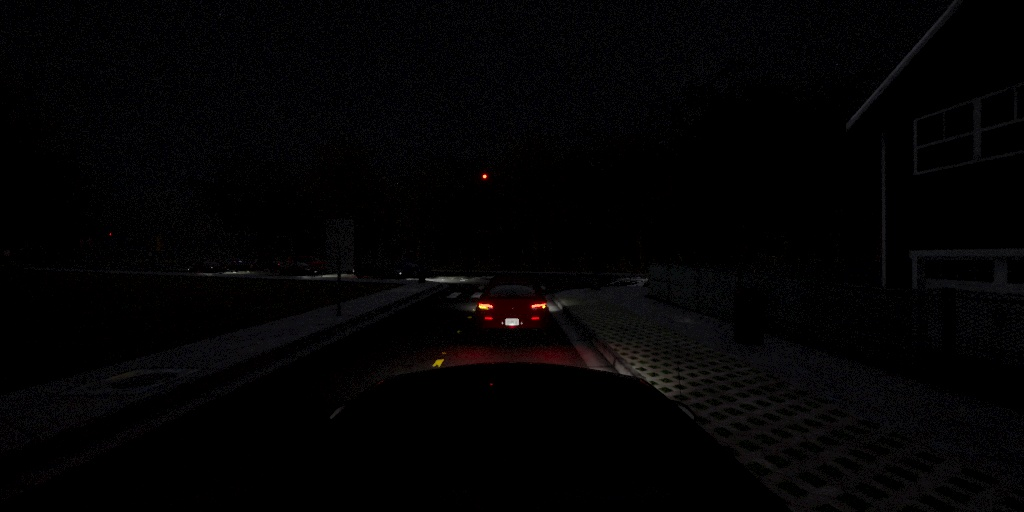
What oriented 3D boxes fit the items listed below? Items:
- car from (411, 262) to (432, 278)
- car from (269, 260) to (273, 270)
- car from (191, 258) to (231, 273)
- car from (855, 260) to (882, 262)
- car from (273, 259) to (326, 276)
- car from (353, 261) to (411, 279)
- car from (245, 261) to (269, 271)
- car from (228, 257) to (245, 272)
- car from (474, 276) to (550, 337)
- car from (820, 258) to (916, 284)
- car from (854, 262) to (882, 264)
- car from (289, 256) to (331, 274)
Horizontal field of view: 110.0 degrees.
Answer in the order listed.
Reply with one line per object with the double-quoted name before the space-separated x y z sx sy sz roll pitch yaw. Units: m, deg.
"car" -10.065 1.239 34.721 5.008 1.535 1.882 0 0 25
"car" -34.851 1.340 52.648 4.674 1.442 1.812 0 0 24
"car" -35.872 1.303 42.345 4.674 1.442 1.812 0 0 24
"car" 24.433 1.181 23.604 5.008 1.535 1.882 0 0 23
"car" -21.393 1.288 36.069 4.674 1.442 1.812 0 0 23
"car" -11.905 1.242 31.978 4.902 1.511 2.128 0 0 23
"car" -36.428 1.366 49.795 4.181 1.385 1.994 0 0 24
"car" -37.659 1.268 46.683 5.008 1.535 1.882 0 0 24
"car" 0.006 1.278 10.163 1.812 1.442 4.674 0 0 0
"car" 26.026 1.066 26.457 4.553 1.767 2.097 0 0 23
"car" 21.731 1.242 21.013 5.357 1.411 2.033 0 0 23
"car" -22.755 1.001 40.196 5.566 2.045 2.150 0 0 23
